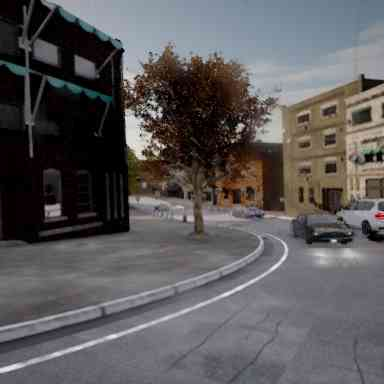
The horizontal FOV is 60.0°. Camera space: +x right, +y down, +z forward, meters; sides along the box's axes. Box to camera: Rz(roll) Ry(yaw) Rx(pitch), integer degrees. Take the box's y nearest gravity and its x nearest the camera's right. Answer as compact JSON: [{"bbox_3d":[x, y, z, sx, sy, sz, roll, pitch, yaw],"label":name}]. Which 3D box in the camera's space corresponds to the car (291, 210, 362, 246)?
[{"bbox_3d":[6.342,1.773,16.888,2.033,1.411,5.357,-2,-1,6],"label":"car"}]

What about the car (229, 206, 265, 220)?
[{"bbox_3d":[5.925,2.194,36.396,2.033,1.411,5.357,-2,-1,-19],"label":"car"}]

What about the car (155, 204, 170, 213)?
[{"bbox_3d":[-5.172,2.798,57.887,1.837,1.490,4.892,-2,0,-18],"label":"car"}]

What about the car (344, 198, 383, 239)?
[{"bbox_3d":[10.033,1.368,18.464,2.150,2.045,5.566,-2,-1,3],"label":"car"}]
